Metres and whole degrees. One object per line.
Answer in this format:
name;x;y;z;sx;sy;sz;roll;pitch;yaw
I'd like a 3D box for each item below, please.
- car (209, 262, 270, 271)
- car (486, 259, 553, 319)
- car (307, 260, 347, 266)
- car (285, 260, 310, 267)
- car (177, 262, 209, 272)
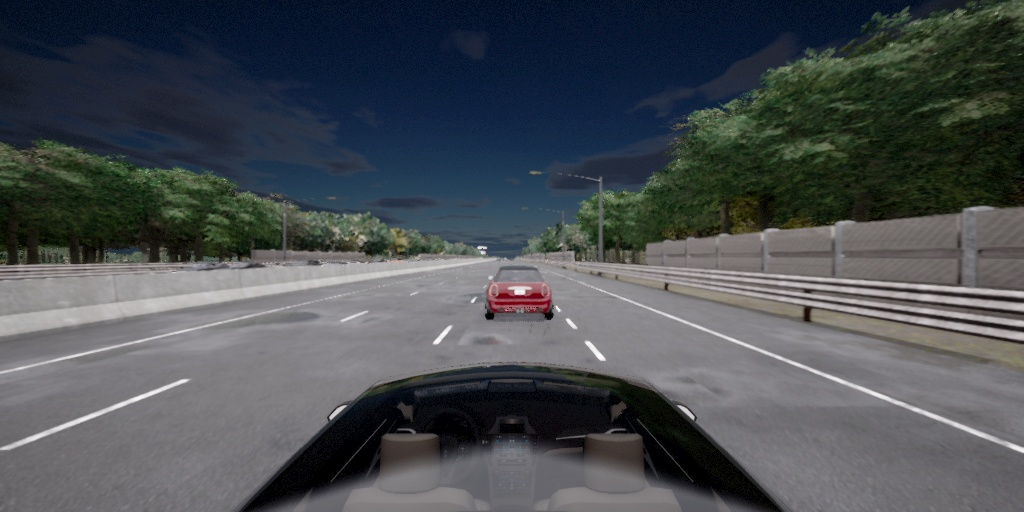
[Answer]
car;-24.582;1.296;32.948;1.882;1.535;5.008;0;0;0
car;0.189;1.117;12.975;2.097;1.767;4.553;0;0;-1
car;-17.578;1.377;35.648;2.033;1.411;5.357;0;0;0
car;-21.072;1.183;36.201;2.097;1.767;4.553;0;0;0
car;-28.081;1.310;32.939;2.128;1.511;4.902;0;0;0
